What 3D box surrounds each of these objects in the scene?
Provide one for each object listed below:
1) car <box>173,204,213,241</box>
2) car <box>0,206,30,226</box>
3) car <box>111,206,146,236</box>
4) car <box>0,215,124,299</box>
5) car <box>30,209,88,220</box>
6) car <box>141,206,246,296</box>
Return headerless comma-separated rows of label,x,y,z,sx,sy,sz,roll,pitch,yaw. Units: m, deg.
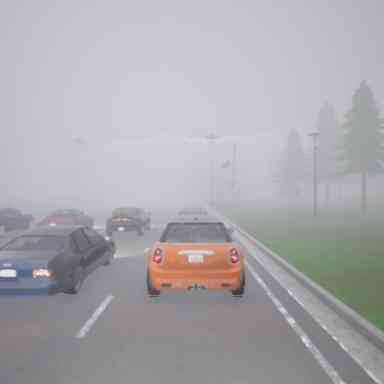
car,0.065,1.521,18.135,1.882,1.535,5.008,0,0,0
car,-10.437,1.522,18.113,1.882,1.535,5.008,0,0,0
car,-3.438,1.550,18.575,1.837,1.490,4.892,0,0,0
car,-3.417,1.568,8.696,2.033,1.411,5.357,0,0,0
car,-6.939,1.609,18.656,1.994,1.385,4.181,0,0,0
car,0.083,1.374,8.879,2.097,1.767,4.553,0,0,0
